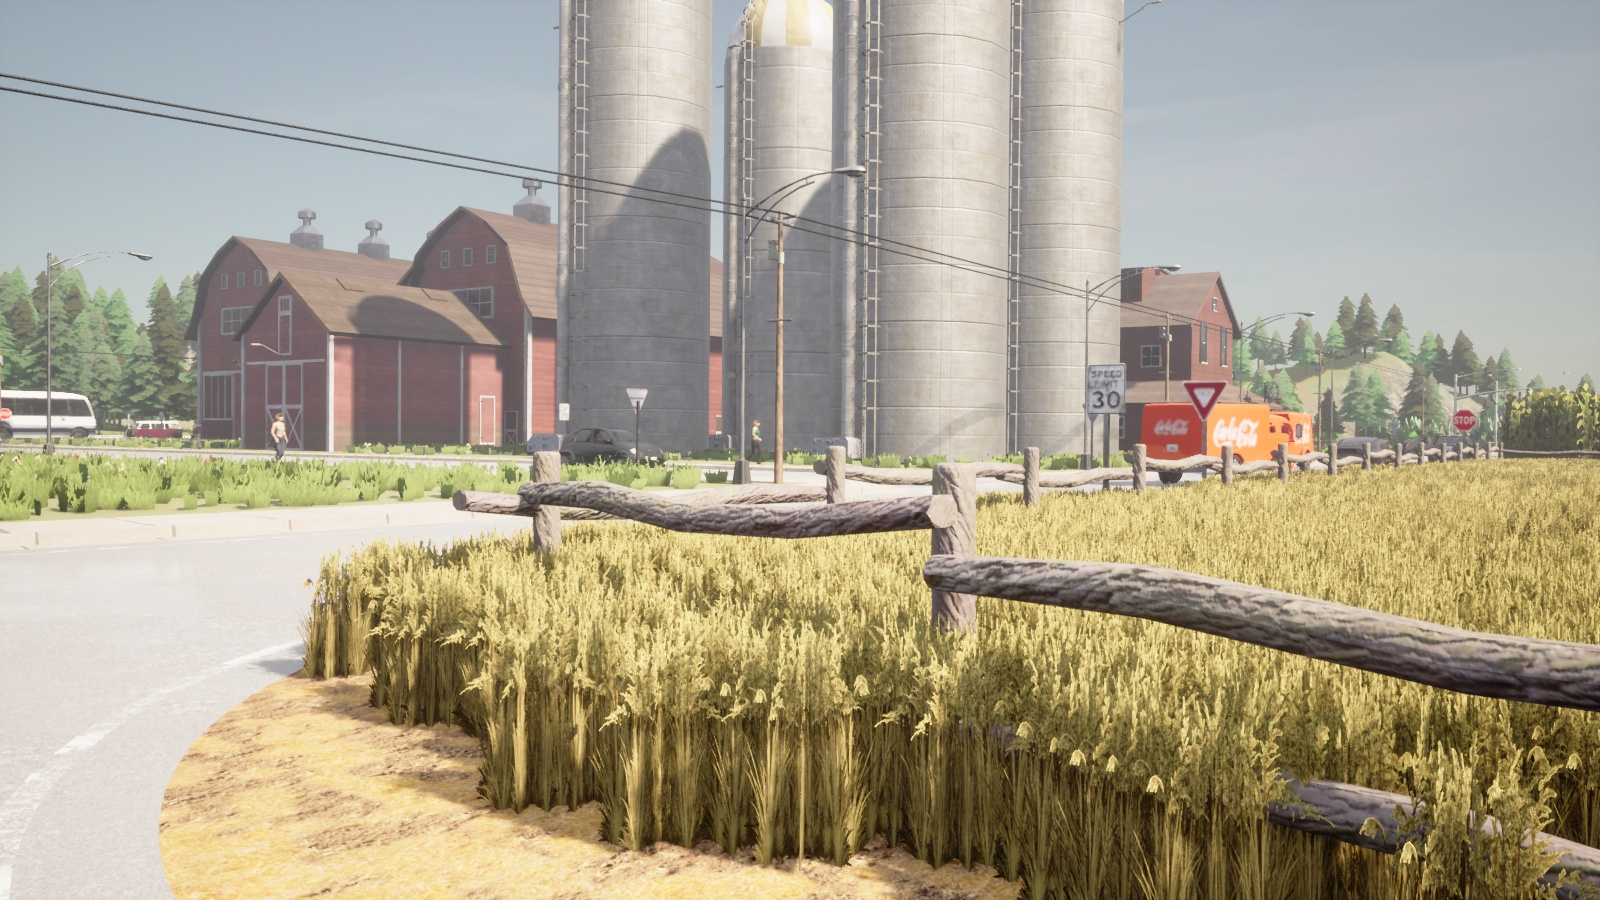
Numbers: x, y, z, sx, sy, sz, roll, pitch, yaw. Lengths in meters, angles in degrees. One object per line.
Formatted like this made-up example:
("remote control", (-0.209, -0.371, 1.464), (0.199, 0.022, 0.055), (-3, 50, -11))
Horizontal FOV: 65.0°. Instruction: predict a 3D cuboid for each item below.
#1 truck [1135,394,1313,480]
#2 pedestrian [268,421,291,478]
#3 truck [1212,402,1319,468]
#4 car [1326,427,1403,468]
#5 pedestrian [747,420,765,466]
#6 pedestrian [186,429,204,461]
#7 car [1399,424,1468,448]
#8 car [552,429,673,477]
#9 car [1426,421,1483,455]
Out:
("truck", (13.044, -0.402, 38.539), (5.204, 2.467, 2.627), (-1, 1, -36))
("pedestrian", (-16.718, -0.012, 40.309), (0.594, 1.836, 0.345), (0, 1, 23))
("truck", (18.601, -0.607, 50.033), (2.627, 2.467, 5.204), (0, 1, 36))
("car", (21.992, -0.129, 48.816), (1.837, 1.490, 4.892), (0, 1, 35))
("pedestrian", (-1.753, -0.281, 50.064), (0.594, 1.836, 0.345), (0, 1, 27))
("pedestrian", (-35.936, -0.308, 74.619), (0.849, 1.883, 0.563), (0, 1, 27))
("car", (43.904, -0.968, 87.068), (3.988, 1.617, 1.851), (0, 1, 14))
("car", (-6.567, 0.089, 43.929), (3.988, 1.617, 1.851), (0, 1, 35))
("car", (35.108, -0.646, 67.266), (2.097, 1.767, 4.553), (0, 1, 35))
